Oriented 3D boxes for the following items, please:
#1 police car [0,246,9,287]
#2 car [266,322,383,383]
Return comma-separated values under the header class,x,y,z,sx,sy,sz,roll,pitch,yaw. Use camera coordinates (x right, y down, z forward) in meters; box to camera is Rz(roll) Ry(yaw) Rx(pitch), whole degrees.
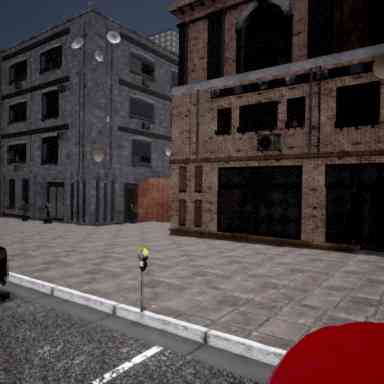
class,x,y,z,sx,sy,sz,roll,pitch,yaw
police car,-6.289,1.421,7.769,5.238,1.638,1.930,0,0,36
car,2.582,1.316,0.964,5.009,1.841,2.192,0,1,36
